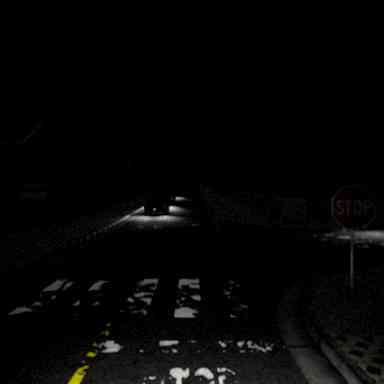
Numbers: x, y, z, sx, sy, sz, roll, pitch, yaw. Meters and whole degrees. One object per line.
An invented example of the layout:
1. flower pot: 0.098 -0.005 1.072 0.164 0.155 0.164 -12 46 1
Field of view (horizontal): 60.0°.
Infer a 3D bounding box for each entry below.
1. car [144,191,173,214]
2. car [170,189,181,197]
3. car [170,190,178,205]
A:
1. car: -2.882 1.000 28.039 1.837 1.490 4.892 0 2 0
2. car: -2.890 0.115 55.409 1.895 1.301 4.718 0 2 0
3. car: -2.895 0.745 37.999 1.895 1.301 4.718 0 2 0
